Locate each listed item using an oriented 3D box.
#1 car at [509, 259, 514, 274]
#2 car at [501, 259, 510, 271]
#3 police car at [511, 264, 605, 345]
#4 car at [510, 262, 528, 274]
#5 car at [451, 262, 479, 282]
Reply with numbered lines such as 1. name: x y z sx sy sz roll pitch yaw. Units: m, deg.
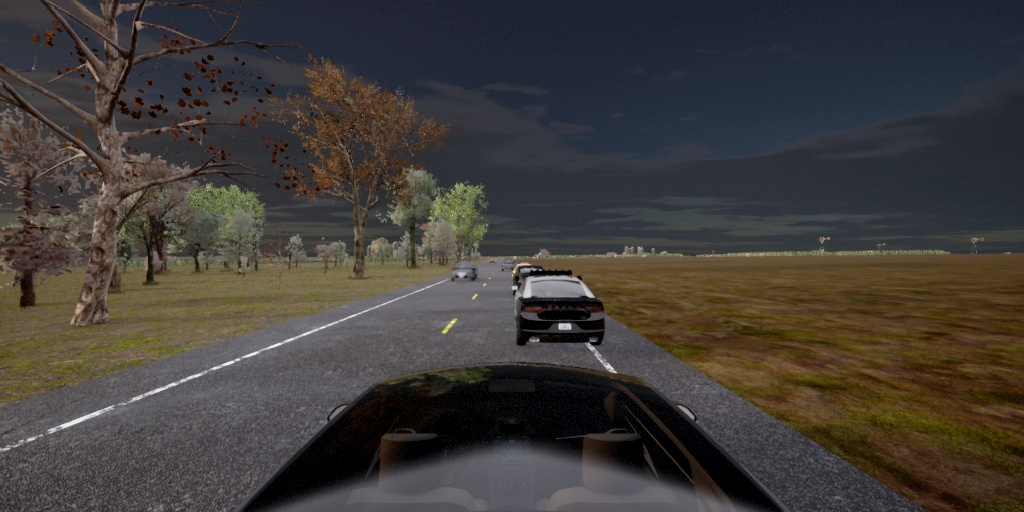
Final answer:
1. car: 0.892 1.215 25.695 1.801 1.575 5.366 0 0 -1
2. car: -0.468 1.273 48.561 2.128 1.511 4.902 0 0 -1
3. police car: 1.022 1.176 9.599 1.930 1.638 5.238 0 0 0
4. car: 0.952 1.261 19.499 1.837 1.490 4.892 0 0 0
5. car: -3.806 1.253 29.299 2.128 1.511 4.902 0 0 -1
